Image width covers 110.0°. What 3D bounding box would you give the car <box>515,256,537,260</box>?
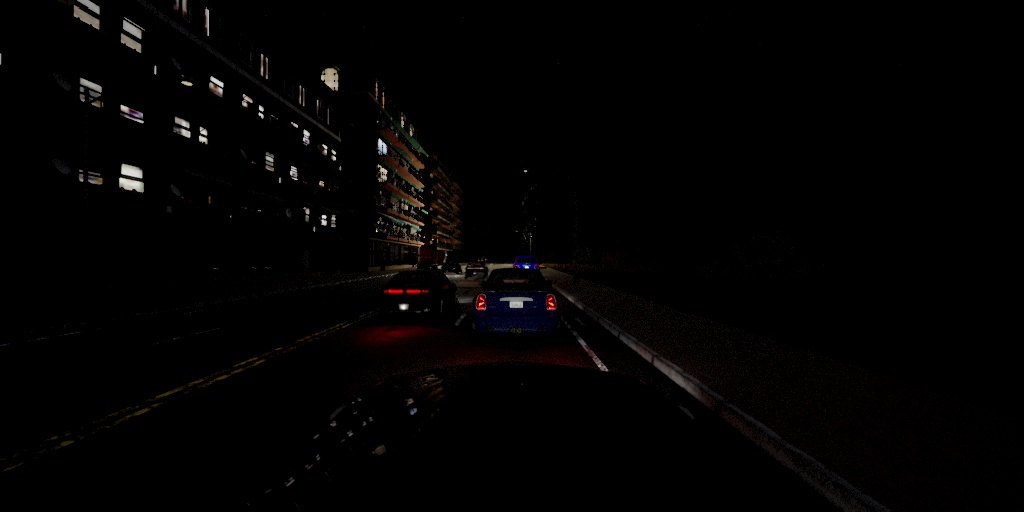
[{"bbox_3d":[1.139,0.979,30.065,2.150,2.045,5.566,0,0,0],"label":"car"}]

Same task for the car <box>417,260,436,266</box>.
[{"bbox_3d":[-9.849,1.258,41.978,1.837,1.490,4.892,0,0,0],"label":"car"}]

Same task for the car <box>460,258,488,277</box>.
[{"bbox_3d":[-3.149,1.246,32.805,2.128,1.511,4.902,0,0,0],"label":"car"}]

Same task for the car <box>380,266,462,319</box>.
[{"bbox_3d":[-3.151,1.254,12.854,1.837,1.490,4.892,0,-1,0],"label":"car"}]

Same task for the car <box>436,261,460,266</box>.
[{"bbox_3d":[-6.599,1.279,38.860,1.812,1.442,4.674,0,0,0],"label":"car"}]

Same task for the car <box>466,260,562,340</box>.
[{"bbox_3d":[0.098,1.103,10.112,2.097,1.767,4.553,0,0,0],"label":"car"}]
